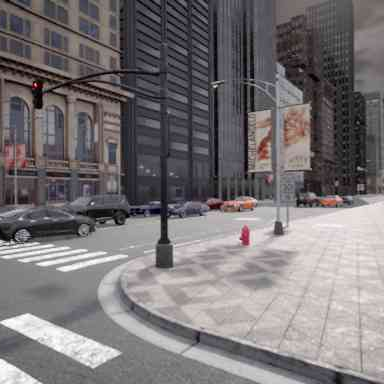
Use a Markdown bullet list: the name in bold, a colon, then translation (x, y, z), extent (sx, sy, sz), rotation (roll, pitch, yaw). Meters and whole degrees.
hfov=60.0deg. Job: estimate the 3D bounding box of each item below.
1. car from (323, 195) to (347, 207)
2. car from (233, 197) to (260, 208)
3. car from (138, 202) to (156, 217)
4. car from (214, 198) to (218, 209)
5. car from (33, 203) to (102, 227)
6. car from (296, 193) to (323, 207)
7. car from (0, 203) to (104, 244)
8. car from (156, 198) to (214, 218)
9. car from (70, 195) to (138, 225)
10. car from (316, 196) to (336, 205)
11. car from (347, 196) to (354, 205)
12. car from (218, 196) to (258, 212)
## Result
- **car**: translation (19.973, 1.206, 47.129), extent (2.097, 1.767, 4.553), rotation (-1, 0, 36)
- **car**: translation (7.760, 1.479, 47.051), extent (1.812, 1.442, 4.674), rotation (-1, 0, 36)
- **car**: translation (-3.738, 1.598, 30.992), extent (1.895, 1.301, 4.718), rotation (-1, 0, 35)
- **car**: translation (1.982, 1.451, 39.008), extent (1.882, 1.535, 5.008), rotation (-1, 0, 36)
- **car**: translation (-8.816, 1.583, 23.864), extent (1.994, 1.385, 4.181), rotation (-1, 0, 36)
- **car**: translation (16.836, 1.106, 48.332), extent (2.150, 2.045, 5.566), rotation (-1, 0, 36)
- **car**: translation (-6.943, 1.483, 15.746), extent (1.837, 1.490, 4.892), rotation (1, 1, 41)
- **car**: translation (-0.511, 1.513, 29.920), extent (2.033, 1.411, 5.357), rotation (-1, 0, 35)
- **car**: translation (-6.463, 1.213, 21.574), extent (2.150, 2.045, 5.566), rotation (-1, 0, 35)
- **car**: translation (22.936, 1.420, 56.883), extent (2.033, 1.411, 5.357), rotation (-1, 0, 35)
- **car**: translation (25.364, 1.349, 54.690), extent (1.837, 1.490, 4.892), rotation (-1, 0, 36)
- **car**: translation (5.412, 1.294, 38.189), extent (2.097, 1.767, 4.553), rotation (-1, 0, 36)
